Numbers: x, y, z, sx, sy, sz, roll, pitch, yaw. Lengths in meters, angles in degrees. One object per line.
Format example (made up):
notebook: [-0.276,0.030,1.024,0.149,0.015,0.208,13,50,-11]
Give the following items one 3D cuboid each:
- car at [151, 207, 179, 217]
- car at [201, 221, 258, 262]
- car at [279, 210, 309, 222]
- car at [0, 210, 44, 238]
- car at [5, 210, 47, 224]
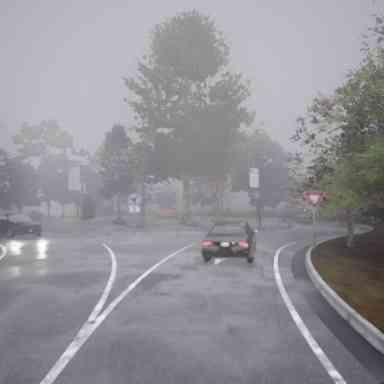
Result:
car: [-4.282,3.170,53.019,4.553,1.767,2.097,1,-2,-1]
car: [1.623,1.870,13.429,2.033,1.411,5.357,-1,-2,12]
car: [12.667,2.960,41.648,2.128,1.511,4.902,1,-2,-15]
car: [-11.750,2.156,22.193,5.008,1.535,1.882,-2,-3,43]
car: [-19.378,2.868,39.010,1.837,1.490,4.892,-2,-3,10]
